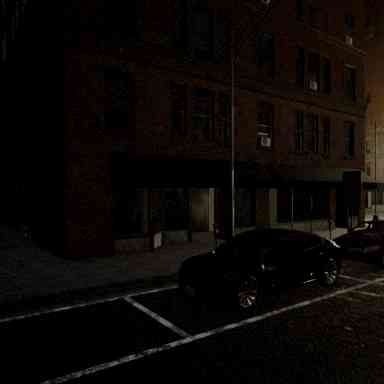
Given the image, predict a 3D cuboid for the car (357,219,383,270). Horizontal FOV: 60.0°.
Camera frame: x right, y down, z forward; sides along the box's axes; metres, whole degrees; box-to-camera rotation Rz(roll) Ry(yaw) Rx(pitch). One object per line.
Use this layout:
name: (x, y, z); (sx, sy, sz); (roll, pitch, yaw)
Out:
car: (6.217, 1.582, 10.938); (4.206, 1.307, 1.802); (0, 0, -35)

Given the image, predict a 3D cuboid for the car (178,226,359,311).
car: (1.731, 1.566, 7.754); (4.313, 1.339, 1.947); (0, 0, -35)
